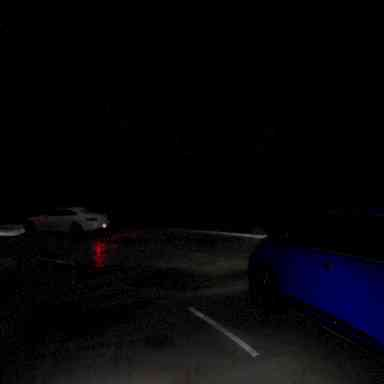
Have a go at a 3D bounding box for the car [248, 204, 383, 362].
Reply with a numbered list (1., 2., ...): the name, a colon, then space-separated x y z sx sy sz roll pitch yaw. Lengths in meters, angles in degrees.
1. car: 2.800 1.157 4.613 2.150 2.045 5.566 0 0 -16

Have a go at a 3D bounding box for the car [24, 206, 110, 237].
1. car: -6.580 1.486 17.495 4.674 1.442 1.812 -1 0 20
